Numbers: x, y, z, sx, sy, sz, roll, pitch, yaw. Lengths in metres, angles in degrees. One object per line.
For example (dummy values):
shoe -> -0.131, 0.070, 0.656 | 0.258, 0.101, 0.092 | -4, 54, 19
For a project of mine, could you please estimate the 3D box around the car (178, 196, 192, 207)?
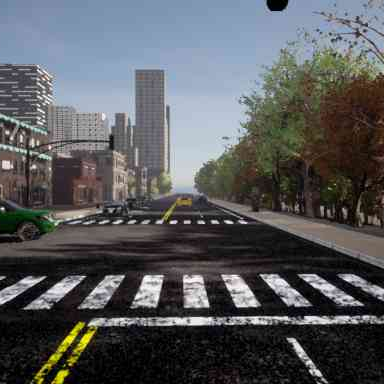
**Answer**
car -> -1.100, 1.460, 49.815 | 1.882, 1.535, 5.008 | 0, 0, -1

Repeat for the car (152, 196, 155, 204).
car -> -8.041, 1.468, 61.980 | 2.128, 1.511, 4.902 | 0, 0, -1

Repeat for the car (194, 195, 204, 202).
car -> 1.490, 1.470, 73.008 | 1.837, 1.490, 4.892 | 0, 0, -1

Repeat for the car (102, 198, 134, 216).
car -> -7.375, 1.481, 32.464 | 2.128, 1.511, 4.902 | 0, 0, -1

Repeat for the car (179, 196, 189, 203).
car -> -1.649, 1.533, 70.296 | 1.994, 1.385, 4.181 | 0, 0, -1

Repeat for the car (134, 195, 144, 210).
car -> -7.600, 1.490, 42.023 | 1.837, 1.490, 4.892 | 0, 0, -1

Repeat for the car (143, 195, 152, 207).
car -> -7.834, 1.333, 51.717 | 2.097, 1.767, 4.553 | 0, 0, -1

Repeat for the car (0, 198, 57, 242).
car -> -9.260, 1.242, 15.337 | 5.566, 2.045, 2.150 | -1, 1, -14

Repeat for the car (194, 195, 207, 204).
car -> 1.835, 1.454, 62.902 | 1.882, 1.535, 5.008 | 0, 0, -1
